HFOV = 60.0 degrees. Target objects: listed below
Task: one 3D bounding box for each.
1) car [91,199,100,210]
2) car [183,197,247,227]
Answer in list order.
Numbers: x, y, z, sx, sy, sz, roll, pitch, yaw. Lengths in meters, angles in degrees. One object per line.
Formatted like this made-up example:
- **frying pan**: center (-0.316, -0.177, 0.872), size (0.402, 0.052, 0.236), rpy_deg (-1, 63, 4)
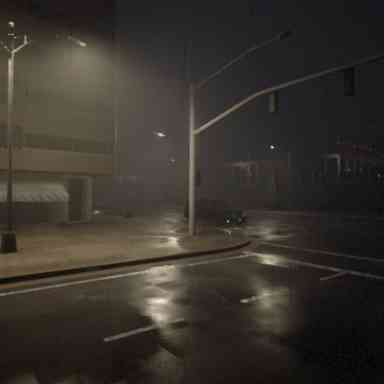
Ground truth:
- **car**: center (-14.303, 1.513, 45.223), size (2.097, 1.767, 4.553), rpy_deg (1, 0, -38)
- **car**: center (1.608, 1.485, 25.122), size (2.150, 2.045, 5.566), rpy_deg (1, 2, -38)
